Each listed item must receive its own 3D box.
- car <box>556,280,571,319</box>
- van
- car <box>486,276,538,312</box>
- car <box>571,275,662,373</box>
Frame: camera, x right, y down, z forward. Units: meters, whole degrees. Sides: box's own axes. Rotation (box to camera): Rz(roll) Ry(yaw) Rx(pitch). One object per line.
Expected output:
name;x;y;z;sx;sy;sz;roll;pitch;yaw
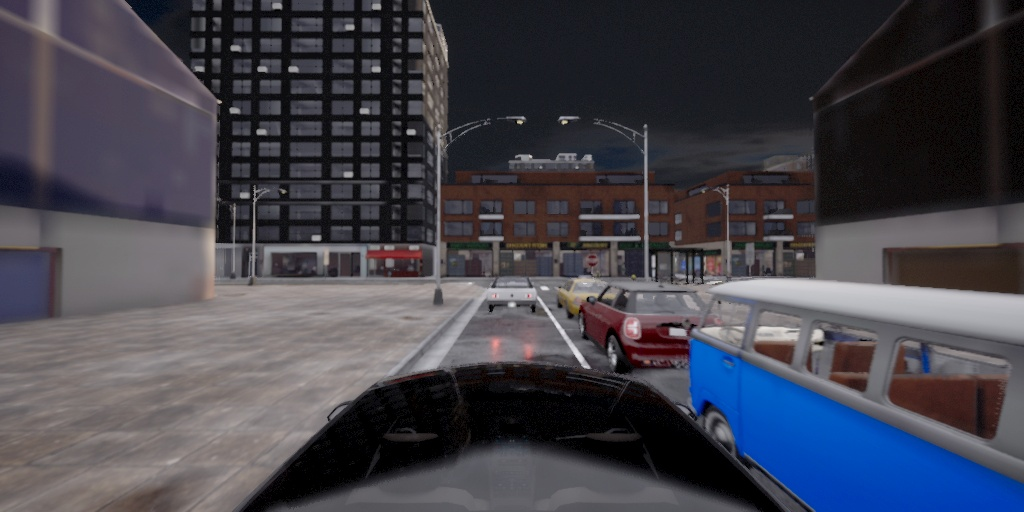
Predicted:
car;2.638;1.394;13.252;1.751;1.417;4.829;0;0;0
van;2.638;1.096;2.207;1.690;1.789;3.998;0;0;0
car;0.016;1.490;15.104;1.895;1.301;4.718;0;-1;0
car;2.638;1.251;7.644;1.967;1.591;4.097;0;0;0
